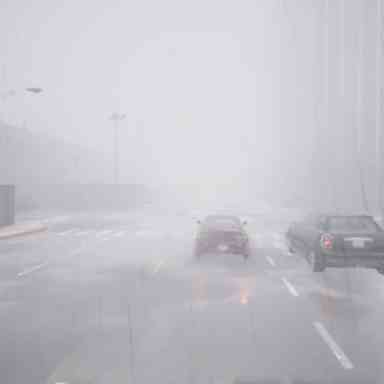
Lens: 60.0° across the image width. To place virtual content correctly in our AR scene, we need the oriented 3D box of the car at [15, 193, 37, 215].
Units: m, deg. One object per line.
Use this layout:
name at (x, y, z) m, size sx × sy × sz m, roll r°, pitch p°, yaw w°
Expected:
car at (-18.318, 1.124, 32.941) m, size 5.566 × 2.045 × 2.150 m, roll 0°, pitch 0°, yaw 4°

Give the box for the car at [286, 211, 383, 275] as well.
car at (4.494, 1.376, 10.802) m, size 2.097 × 1.767 × 4.553 m, roll 0°, pitch 0°, yaw 4°

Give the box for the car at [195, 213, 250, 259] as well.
car at (1.112, 1.524, 12.479) m, size 1.812 × 1.442 × 4.674 m, roll 0°, pitch 0°, yaw 4°
